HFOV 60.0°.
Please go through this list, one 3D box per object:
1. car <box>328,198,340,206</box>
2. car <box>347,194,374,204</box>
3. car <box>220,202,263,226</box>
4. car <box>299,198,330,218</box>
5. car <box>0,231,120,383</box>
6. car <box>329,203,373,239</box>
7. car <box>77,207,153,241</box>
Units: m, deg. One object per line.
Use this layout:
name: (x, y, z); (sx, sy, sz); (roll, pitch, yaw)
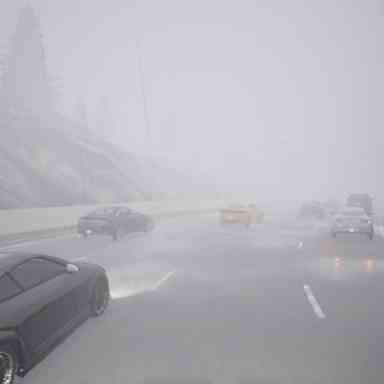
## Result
car: (17.200, 1.501, 41.302); (1.812, 1.442, 4.674); (0, 0, 28)
car: (16.564, 1.201, 32.860); (2.150, 2.045, 5.566); (0, 0, 29)
car: (3.569, 1.464, 23.362); (1.882, 1.535, 5.008); (0, 0, 26)
car: (10.751, 1.509, 29.475); (1.812, 1.442, 4.674); (0, -1, 28)
car: (-2.750, 1.561, 4.861); (1.994, 1.385, 4.181); (0, 0, 7)
car: (8.395, 1.515, 17.465); (1.812, 1.442, 4.674); (0, 0, 25)
car: (-3.625, 1.481, 16.639); (2.128, 1.511, 4.902); (0, 0, 20)
